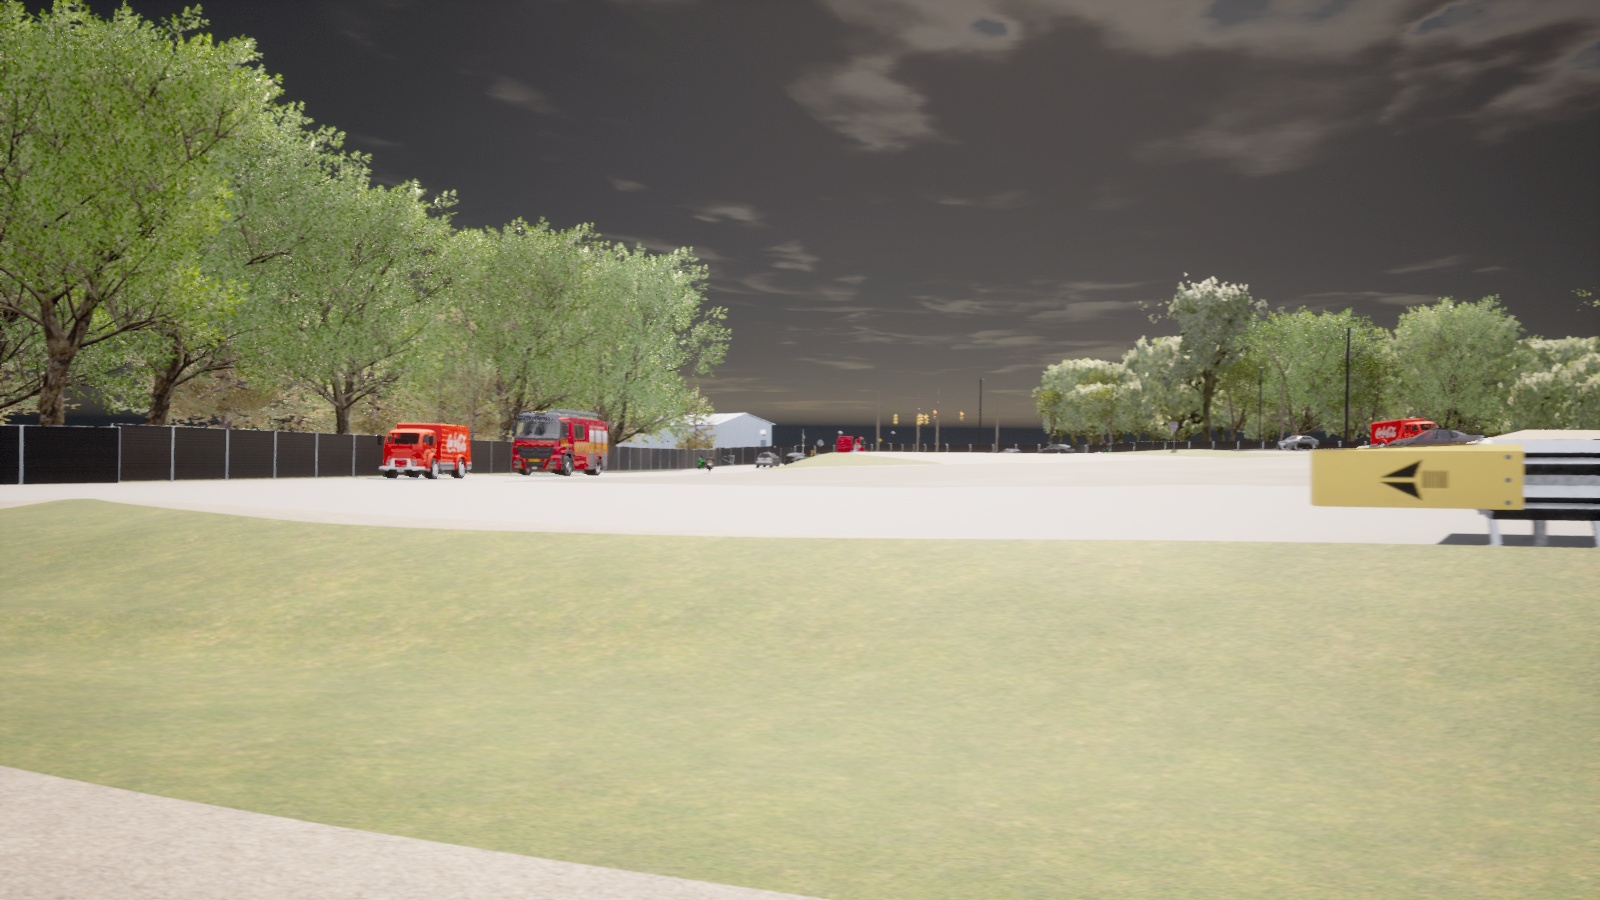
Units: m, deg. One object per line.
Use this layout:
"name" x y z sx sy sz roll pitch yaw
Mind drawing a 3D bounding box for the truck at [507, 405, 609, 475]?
"truck" -14.014 -0.515 73.620 2.891 3.827 8.468 1 -1 10

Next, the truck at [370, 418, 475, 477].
"truck" -16.718 -0.076 55.966 2.627 2.467 5.204 1 -1 6

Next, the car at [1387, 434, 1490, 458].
"car" 39.575 -0.231 77.960 5.357 1.411 2.033 -1 0 40
